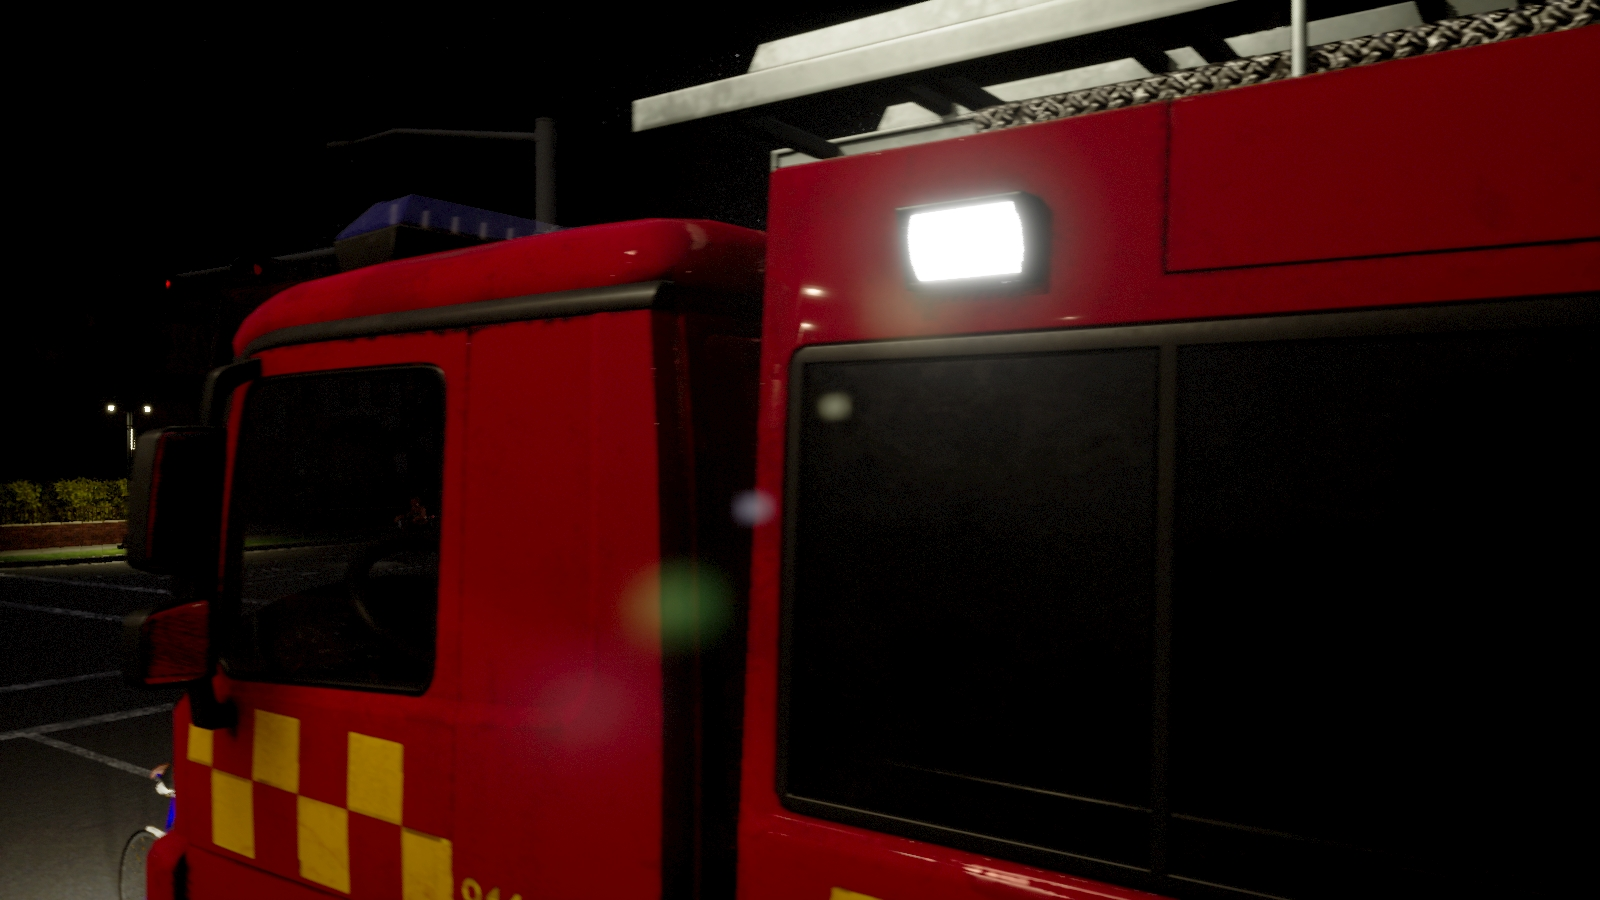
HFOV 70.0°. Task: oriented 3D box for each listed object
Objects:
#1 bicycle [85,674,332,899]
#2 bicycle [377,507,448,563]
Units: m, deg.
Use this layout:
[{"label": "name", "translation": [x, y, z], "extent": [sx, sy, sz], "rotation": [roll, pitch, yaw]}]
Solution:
[{"label": "bicycle", "translation": [-3.126, 2.048, 5.956], "extent": [1.835, 1.496, 0.329], "rotation": [0, 0, 35]}, {"label": "bicycle", "translation": [-9.892, 2.145, 29.189], "extent": [0.859, 1.301, 1.487], "rotation": [0, 0, 35]}]
